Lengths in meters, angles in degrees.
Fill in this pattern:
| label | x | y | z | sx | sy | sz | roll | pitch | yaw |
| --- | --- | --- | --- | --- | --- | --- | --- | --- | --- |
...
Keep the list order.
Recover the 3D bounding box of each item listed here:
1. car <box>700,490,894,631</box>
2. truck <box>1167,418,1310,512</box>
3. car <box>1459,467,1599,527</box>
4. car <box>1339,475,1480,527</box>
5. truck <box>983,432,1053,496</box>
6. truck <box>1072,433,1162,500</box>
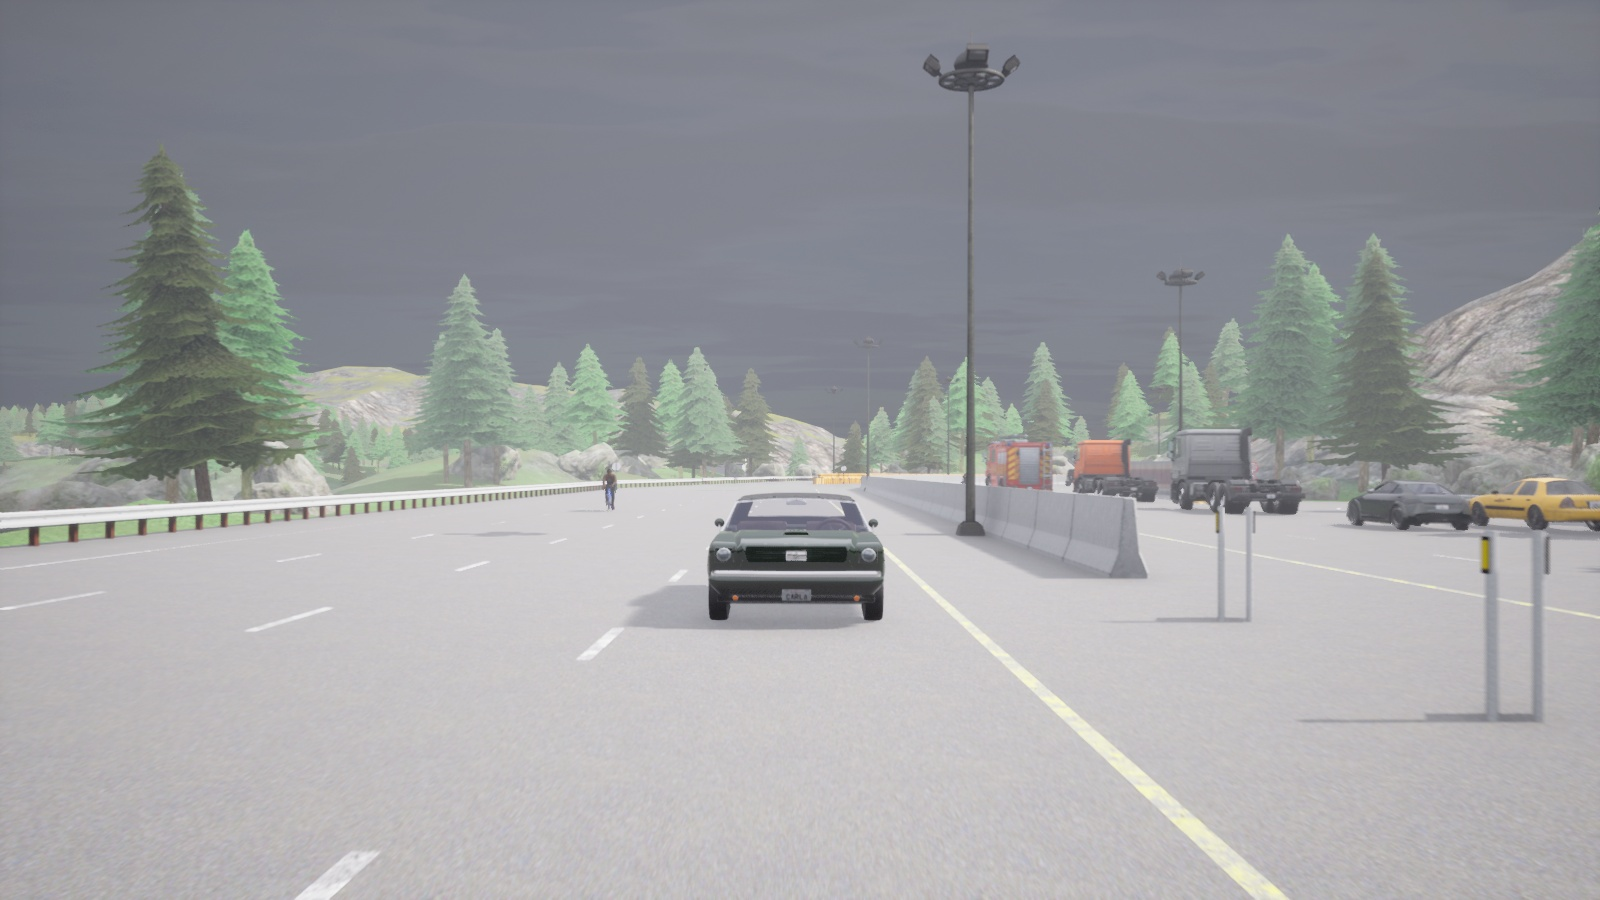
| label | x | y | z | sx | sy | sz | roll | pitch | yaw |
| --- | --- | --- | --- | --- | --- | --- | --- | --- | --- |
| car | -0.034 | 1.161 | 14.686 | 1.895 | 1.301 | 4.718 | 0 | -1 | 0 |
| truck | 17.372 | 0.606 | 50.367 | 2.891 | 3.462 | 7.936 | 0 | -1 | 0 |
| car | 20.918 | 1.263 | 35.431 | 1.801 | 1.575 | 5.366 | 0 | -1 | 0 |
| car | 17.416 | 1.413 | 36.117 | 1.994 | 1.385 | 4.181 | 0 | -1 | 0 |
| truck | 13.722 | 0.929 | 79.697 | 2.891 | 3.827 | 8.468 | 0 | -1 | 0 |
| truck | 17.276 | 0.920 | 69.053 | 2.891 | 3.462 | 7.936 | 0 | -1 | 0 |
